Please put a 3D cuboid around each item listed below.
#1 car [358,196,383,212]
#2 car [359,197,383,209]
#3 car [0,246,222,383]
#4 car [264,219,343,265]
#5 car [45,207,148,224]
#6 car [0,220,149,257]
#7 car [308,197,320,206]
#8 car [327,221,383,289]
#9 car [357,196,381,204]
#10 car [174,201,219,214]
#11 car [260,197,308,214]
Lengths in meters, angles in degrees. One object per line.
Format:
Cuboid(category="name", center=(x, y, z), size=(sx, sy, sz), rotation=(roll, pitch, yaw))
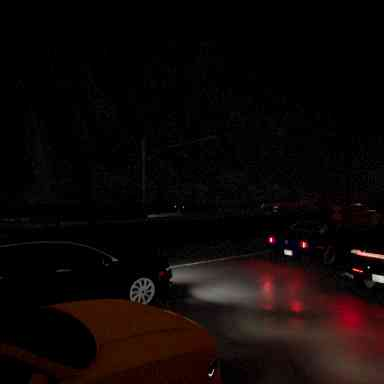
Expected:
Cuboid(category="car", center=(20.265, 1.426, 36.331), size=(5.357, 1.411, 2.033), rotation=(0, 0, -36))
Cuboid(category="car", center=(23.719, 1.405, 43.233), size=(4.181, 1.385, 1.994), rotation=(0, 0, -36))
Cuboid(category="car", center=(-2.002, 1.477, 2.296), size=(5.008, 1.535, 1.882), rotation=(0, 0, -36))
Cuboid(category="car", center=(4.787, 1.591, 11.626), size=(4.718, 1.301, 1.895), rotation=(0, 0, -36))
Cuboid(category="car", center=(-4.916, 1.542, 17.738), size=(5.357, 1.411, 2.033), rotation=(0, 0, -36))
Cuboid(category="car", center=(-2.653, 1.505, 6.152), size=(4.892, 1.490, 1.837), rotation=(0, 0, -36))
Cuboid(category="car", center=(15.851, 1.391, 46.123), size=(4.674, 1.442, 1.812), rotation=(0, 0, -36))
Cuboid(category="car", center=(5.646, 1.483, 7.920), size=(4.902, 1.511, 2.128), rotation=(0, 0, -36))
Cuboid(category="car", center=(30.058, 1.333, 56.571), size=(4.181, 1.385, 1.994), rotation=(0, 0, -36))
Cuboid(category="car", center=(0.459, 1.568, 34.745), size=(4.718, 1.301, 1.895), rotation=(0, 0, -36))
Cuboid(category="car", center=(8.708, 1.291, 32.138), size=(4.553, 1.767, 2.097), rotation=(0, 0, -36))
